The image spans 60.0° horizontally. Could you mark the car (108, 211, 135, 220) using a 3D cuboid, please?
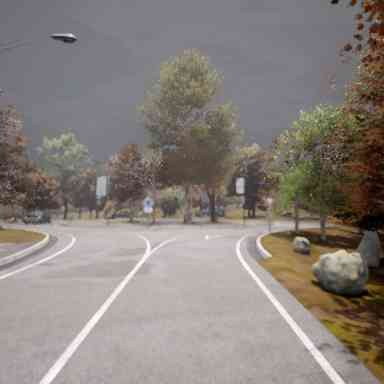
[{"bbox_3d":[-12.394,4.027,58.016,4.892,1.490,1.837,1,-4,-32],"label":"car"}]

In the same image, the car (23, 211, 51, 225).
[{"bbox_3d":[-19.166,3.100,41.306,2.097,1.767,4.553,1,-3,-7],"label":"car"}]

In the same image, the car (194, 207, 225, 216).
[{"bbox_3d":[3.198,3.644,59.778,5.566,2.045,2.150,-1,-3,22],"label":"car"}]
